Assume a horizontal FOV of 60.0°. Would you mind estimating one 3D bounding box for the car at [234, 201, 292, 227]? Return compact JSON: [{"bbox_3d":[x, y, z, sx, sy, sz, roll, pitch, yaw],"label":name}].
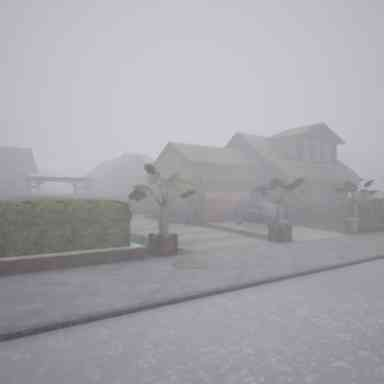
[{"bbox_3d":[4.366,1.343,20.567,1.845,1.501,3.633,1,0,-38],"label":"car"}]
